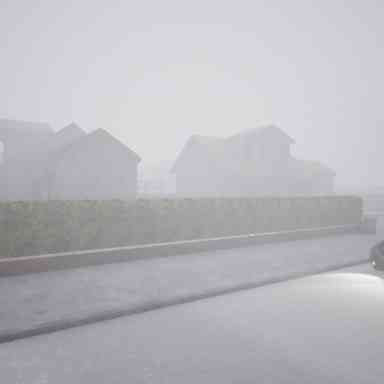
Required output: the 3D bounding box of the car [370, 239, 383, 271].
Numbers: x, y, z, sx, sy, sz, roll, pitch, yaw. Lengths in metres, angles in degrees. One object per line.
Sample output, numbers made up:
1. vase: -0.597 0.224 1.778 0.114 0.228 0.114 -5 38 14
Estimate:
1. car: 6.984 1.272 9.560 4.181 1.385 1.994 -1 -33 -23
